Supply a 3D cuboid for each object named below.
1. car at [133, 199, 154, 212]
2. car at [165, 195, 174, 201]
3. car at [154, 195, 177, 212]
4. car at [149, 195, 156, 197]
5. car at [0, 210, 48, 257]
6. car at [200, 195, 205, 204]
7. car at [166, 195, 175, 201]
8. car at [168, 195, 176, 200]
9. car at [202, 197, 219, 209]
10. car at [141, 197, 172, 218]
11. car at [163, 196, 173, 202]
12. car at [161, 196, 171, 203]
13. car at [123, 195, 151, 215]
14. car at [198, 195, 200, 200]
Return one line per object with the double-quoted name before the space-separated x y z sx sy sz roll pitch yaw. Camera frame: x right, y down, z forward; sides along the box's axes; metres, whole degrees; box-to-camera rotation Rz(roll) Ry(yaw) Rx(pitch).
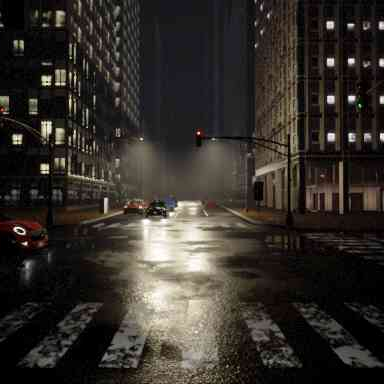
"car" -5.694 1.597 39.312 1.802 1.307 4.206 1 0 0
"car" -5.712 1.578 83.913 1.887 1.381 4.507 1 0 0
"car" -3.114 1.493 39.825 1.882 1.535 5.008 0 0 0
"car" -5.690 1.332 44.888 2.192 1.841 5.009 1 0 0
"car" -7.899 1.344 12.488 4.553 1.767 2.097 1 0 0
"car" 2.681 1.547 56.279 1.752 1.417 4.829 1 0 0
"car" -5.714 1.587 89.489 2.008 1.369 4.403 1 0 0
"car" -5.717 1.605 95.064 1.947 1.339 4.313 1 0 0
"car" 2.684 1.599 44.953 1.802 1.307 4.206 1 0 0
"car" -3.112 1.516 30.320 1.837 1.490 4.892 0 0 0
"car" -5.709 1.582 78.338 2.008 1.369 4.403 1 0 0
"car" -5.707 1.573 72.763 1.887 1.381 4.507 1 0 0
"car" -5.688 1.453 33.737 1.967 1.590 4.097 1 0 0
"car" 2.678 1.590 61.686 1.947 1.339 4.313 1 0 0
